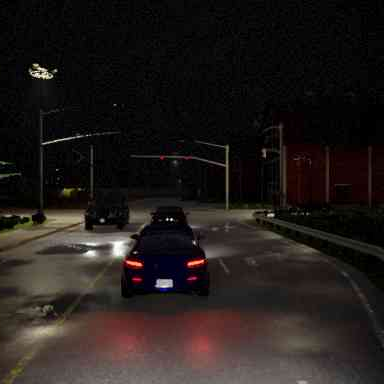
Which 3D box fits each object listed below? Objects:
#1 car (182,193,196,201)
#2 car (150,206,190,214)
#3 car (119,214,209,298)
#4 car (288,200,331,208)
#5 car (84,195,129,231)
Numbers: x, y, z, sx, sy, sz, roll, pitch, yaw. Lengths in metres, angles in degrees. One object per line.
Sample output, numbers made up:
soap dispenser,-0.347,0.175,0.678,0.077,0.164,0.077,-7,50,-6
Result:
car,-0.715,1.146,81.631,3.866,1.878,1.905,-3,4,44
car,-1.185,1.505,17.699,1.837,1.490,4.892,0,0,-3
car,-0.628,1.526,8.454,1.812,1.442,4.674,0,0,-3
car,12.775,1.553,36.117,4.674,1.442,1.812,0,0,-3
car,-5.237,1.222,21.139,2.150,2.045,5.566,0,0,-6
